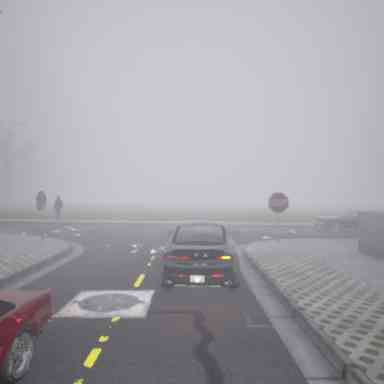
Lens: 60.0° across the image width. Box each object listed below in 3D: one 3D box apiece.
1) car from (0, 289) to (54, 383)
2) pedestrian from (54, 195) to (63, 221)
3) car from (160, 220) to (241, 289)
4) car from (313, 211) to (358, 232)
[{"bbox_3d":[-2.910,1.615,2.607,1.895,1.301,4.718,0,0,-1],"label":"car"},{"bbox_3d":[-9.685,1.130,24.061,0.375,1.860,0.375,0,-1,0],"label":"pedestrian"},{"bbox_3d":[0.296,1.557,9.338,1.837,1.490,4.892,0,0,4],"label":"car"},{"bbox_3d":[10.304,1.873,21.275,4.718,1.301,1.895,1,0,0],"label":"car"}]
